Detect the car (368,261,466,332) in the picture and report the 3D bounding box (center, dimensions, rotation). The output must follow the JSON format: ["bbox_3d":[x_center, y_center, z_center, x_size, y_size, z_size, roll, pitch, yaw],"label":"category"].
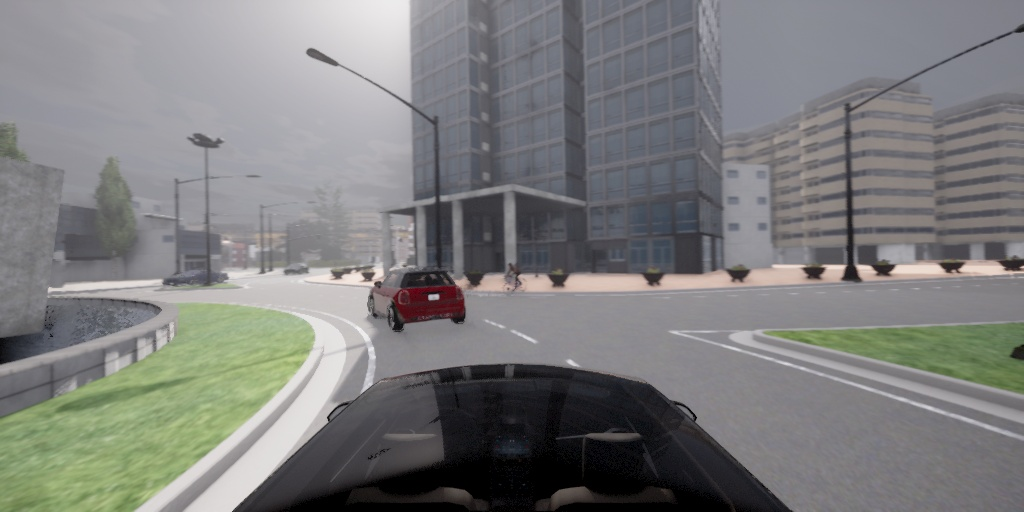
[{"bbox_3d":[-3.244,1.179,11.663,2.097,1.767,4.553,-1,0,-31],"label":"car"}]

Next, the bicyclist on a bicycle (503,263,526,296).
[{"bbox_3d":[0.110,1.142,18.401,1.656,1.620,0.582,-11,6,-42],"label":"bicyclist on a bicycle"}]

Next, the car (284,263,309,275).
[{"bbox_3d":[-31.537,1.821,52.513,2.097,1.767,4.553,-1,0,-12],"label":"car"}]

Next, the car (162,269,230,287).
[{"bbox_3d":[-28.377,1.935,32.497,2.033,1.411,5.357,-1,0,-1],"label":"car"}]
